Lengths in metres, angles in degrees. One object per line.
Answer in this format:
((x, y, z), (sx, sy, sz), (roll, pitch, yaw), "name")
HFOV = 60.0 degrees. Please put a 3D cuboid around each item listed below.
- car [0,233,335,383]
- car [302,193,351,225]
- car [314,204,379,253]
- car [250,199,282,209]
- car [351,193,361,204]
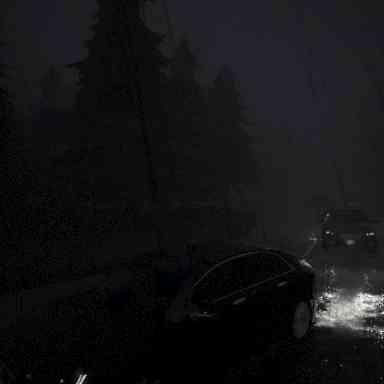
((0.006, 1.518, 4.627), (4.892, 1.490, 1.837), (0, 0, -44), "car")
((9.270, 1.168, 23.843), (2.150, 2.045, 5.566), (-1, 0, 11), "car")
((6.378, 1.451, 13.672), (2.128, 1.511, 4.902), (-1, 0, 23), "car")
((10.045, 1.578, 45.621), (1.895, 1.301, 4.718), (-1, 0, -30), "car")
((13.736, 1.134, 31.099), (2.150, 2.045, 5.566), (-1, 0, 4), "car")
